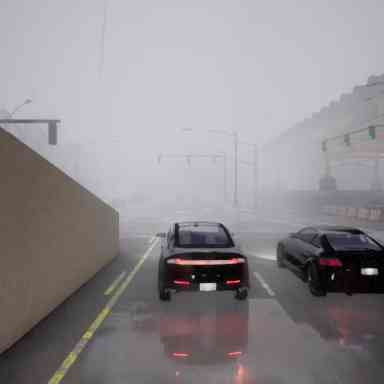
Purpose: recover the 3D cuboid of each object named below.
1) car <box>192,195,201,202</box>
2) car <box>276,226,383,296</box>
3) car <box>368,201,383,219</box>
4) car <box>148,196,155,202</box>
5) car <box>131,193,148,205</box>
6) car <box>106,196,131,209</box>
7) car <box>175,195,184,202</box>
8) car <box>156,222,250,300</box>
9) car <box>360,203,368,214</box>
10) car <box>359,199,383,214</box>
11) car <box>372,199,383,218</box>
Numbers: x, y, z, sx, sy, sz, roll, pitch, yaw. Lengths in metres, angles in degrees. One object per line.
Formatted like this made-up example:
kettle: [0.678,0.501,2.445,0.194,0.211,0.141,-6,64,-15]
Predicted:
car: [0.864,1.346,69.974,2.033,1.411,5.357,0,0,1]
car: [3.575,1.563,8.676,1.994,1.385,4.181,0,0,0]
car: [17.446,1.449,26.820,2.038,1.542,4.974,0,0,-35]
car: [-9.497,1.541,75.560,1.994,1.385,4.181,0,0,1]
car: [-9.945,1.217,60.466,2.150,2.045,5.566,0,0,2]
car: [-10.344,1.542,46.022,2.033,1.411,5.357,0,0,2]
car: [-2.635,1.346,70.063,2.033,1.411,5.357,0,0,1]
car: [0.137,1.491,8.393,2.128,1.511,4.902,0,0,-4]
car: [17.553,1.449,31.427,4.974,1.542,2.038,0,0,-45]
car: [17.590,1.291,31.464,4.536,1.218,1.853,0,0,-45]
car: [17.476,1.292,26.778,1.853,1.218,4.536,0,0,-35]
